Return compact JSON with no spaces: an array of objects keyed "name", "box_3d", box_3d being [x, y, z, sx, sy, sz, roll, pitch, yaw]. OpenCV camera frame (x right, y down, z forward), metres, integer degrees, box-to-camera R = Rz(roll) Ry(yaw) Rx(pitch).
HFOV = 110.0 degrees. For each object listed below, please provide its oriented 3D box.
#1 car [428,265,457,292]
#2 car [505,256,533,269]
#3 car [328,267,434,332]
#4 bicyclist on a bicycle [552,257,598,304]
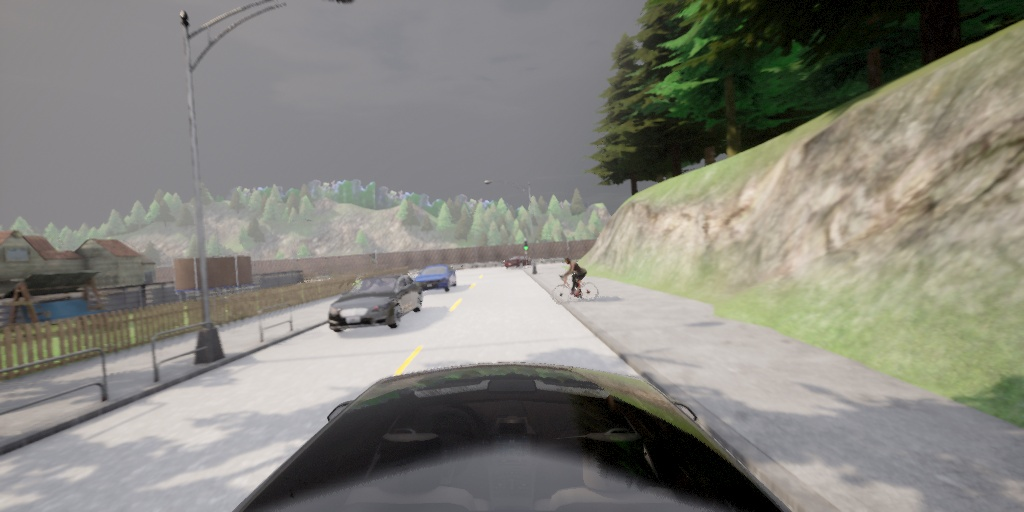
[{"name":"car","box_3d":[-4.544,1.300,21.902,1.882,1.535,5.008,-4,1,-1]},{"name":"car","box_3d":[1.037,0.692,44.188,1.882,1.535,5.008,-5,0,31]},{"name":"car","box_3d":[-4.300,1.407,11.983,2.128,1.511,4.902,-4,1,-1]},{"name":"bicyclist on a bicycle","box_3d":[2.165,0.840,12.541,1.656,1.620,0.582,-5,1,-1]}]
